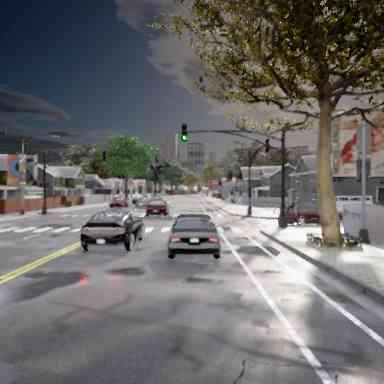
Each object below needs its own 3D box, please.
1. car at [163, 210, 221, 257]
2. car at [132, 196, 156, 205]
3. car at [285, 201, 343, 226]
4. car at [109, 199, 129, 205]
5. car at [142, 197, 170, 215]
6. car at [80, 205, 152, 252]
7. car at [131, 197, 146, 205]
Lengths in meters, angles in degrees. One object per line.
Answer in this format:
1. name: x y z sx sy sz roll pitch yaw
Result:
1. car: 0.069 1.564 12.898 2.033 1.411 5.357 0 0 0
2. car: -6.696 1.526 46.203 2.128 1.511 4.902 0 0 0
3. car: 9.087 1.564 24.210 4.553 1.767 2.097 1 1 -8
4. car: -9.946 1.636 45.478 1.895 1.301 4.718 0 0 0
5. car: -3.227 1.510 31.859 1.882 1.535 5.008 0 0 0
6. car: -3.186 1.509 14.027 2.128 1.511 4.902 0 0 0
7. car: -9.925 1.636 62.130 1.895 1.301 4.718 0 0 0
